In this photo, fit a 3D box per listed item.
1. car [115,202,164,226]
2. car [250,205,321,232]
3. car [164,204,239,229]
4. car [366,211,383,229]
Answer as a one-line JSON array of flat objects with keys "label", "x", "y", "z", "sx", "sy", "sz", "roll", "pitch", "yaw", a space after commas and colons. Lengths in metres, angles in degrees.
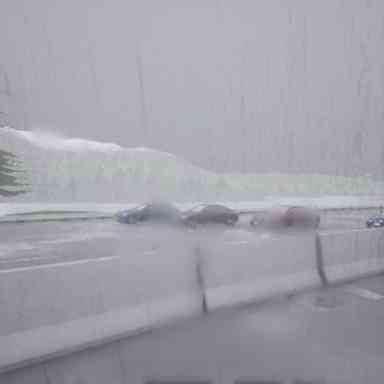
[{"label": "car", "x": -2.928, "y": 1.451, "z": 22.802, "sx": 4.674, "sy": 1.442, "sz": 1.812, "roll": 0, "pitch": 0, "yaw": -31}, {"label": "car", "x": 5.624, "y": 1.495, "z": 19.744, "sx": 4.674, "sy": 1.442, "sz": 1.812, "roll": 0, "pitch": 0, "yaw": -29}, {"label": "car", "x": 0.868, "y": 1.472, "z": 21.012, "sx": 4.674, "sy": 1.442, "sz": 1.812, "roll": 0, "pitch": 0, "yaw": -31}, {"label": "car", "x": 12.243, "y": 1.523, "z": 19.402, "sx": 4.674, "sy": 1.442, "sz": 1.812, "roll": 0, "pitch": 0, "yaw": -28}]
